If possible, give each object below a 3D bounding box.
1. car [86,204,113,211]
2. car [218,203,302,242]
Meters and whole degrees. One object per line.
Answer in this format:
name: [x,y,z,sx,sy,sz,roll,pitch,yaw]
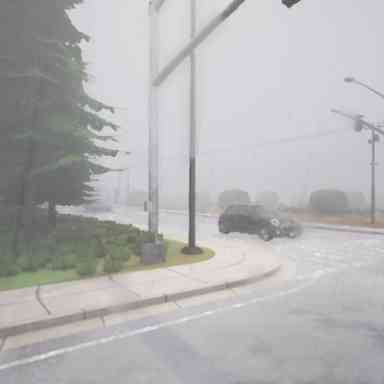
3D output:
car: [-10.700,1.690,37.977,1.895,1.301,4.718,0,0,-34]
car: [3.431,1.416,17.372,2.097,1.767,4.553,0,-1,-34]
